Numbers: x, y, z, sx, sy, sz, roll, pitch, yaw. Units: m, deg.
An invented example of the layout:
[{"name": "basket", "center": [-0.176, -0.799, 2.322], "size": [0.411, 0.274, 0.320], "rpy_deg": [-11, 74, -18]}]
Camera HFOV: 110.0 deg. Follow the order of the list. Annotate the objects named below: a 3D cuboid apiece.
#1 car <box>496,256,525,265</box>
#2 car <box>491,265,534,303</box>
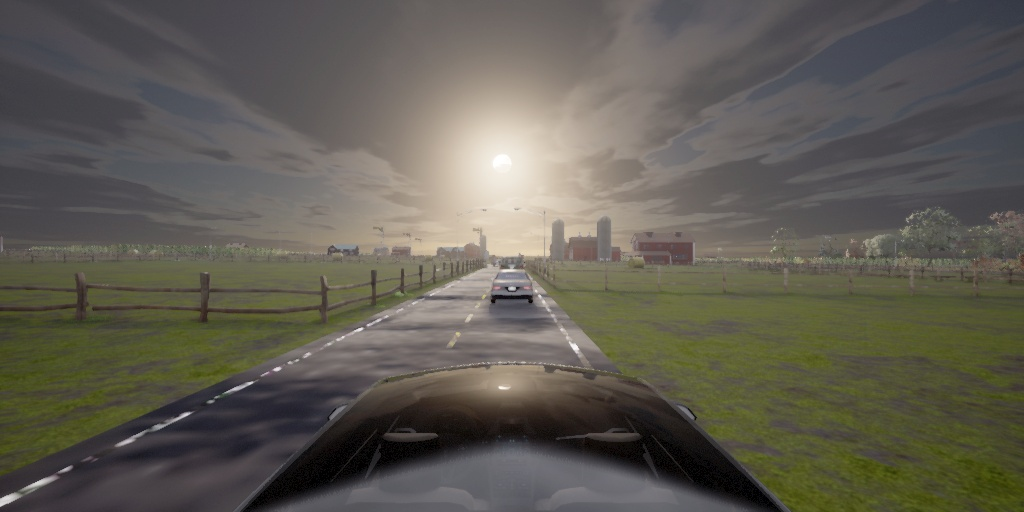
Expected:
[{"name": "car", "center": [0.000, 1.015, 31.531], "size": [2.150, 2.045, 5.566], "rpy_deg": [0, 0, 0]}, {"name": "car", "center": [0.000, 1.315, 16.500], "size": [2.033, 1.411, 5.357], "rpy_deg": [0, 0, 0]}]
